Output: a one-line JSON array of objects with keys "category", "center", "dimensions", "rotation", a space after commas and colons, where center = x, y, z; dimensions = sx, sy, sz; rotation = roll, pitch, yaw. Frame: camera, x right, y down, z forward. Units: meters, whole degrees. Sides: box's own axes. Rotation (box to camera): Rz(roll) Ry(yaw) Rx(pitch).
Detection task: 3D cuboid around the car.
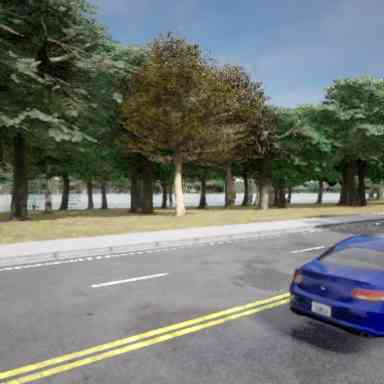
[{"category": "car", "center": [3.722, 1.500, 6.100], "dimensions": [4.674, 1.442, 1.812], "rotation": [0, 0, -36]}]
